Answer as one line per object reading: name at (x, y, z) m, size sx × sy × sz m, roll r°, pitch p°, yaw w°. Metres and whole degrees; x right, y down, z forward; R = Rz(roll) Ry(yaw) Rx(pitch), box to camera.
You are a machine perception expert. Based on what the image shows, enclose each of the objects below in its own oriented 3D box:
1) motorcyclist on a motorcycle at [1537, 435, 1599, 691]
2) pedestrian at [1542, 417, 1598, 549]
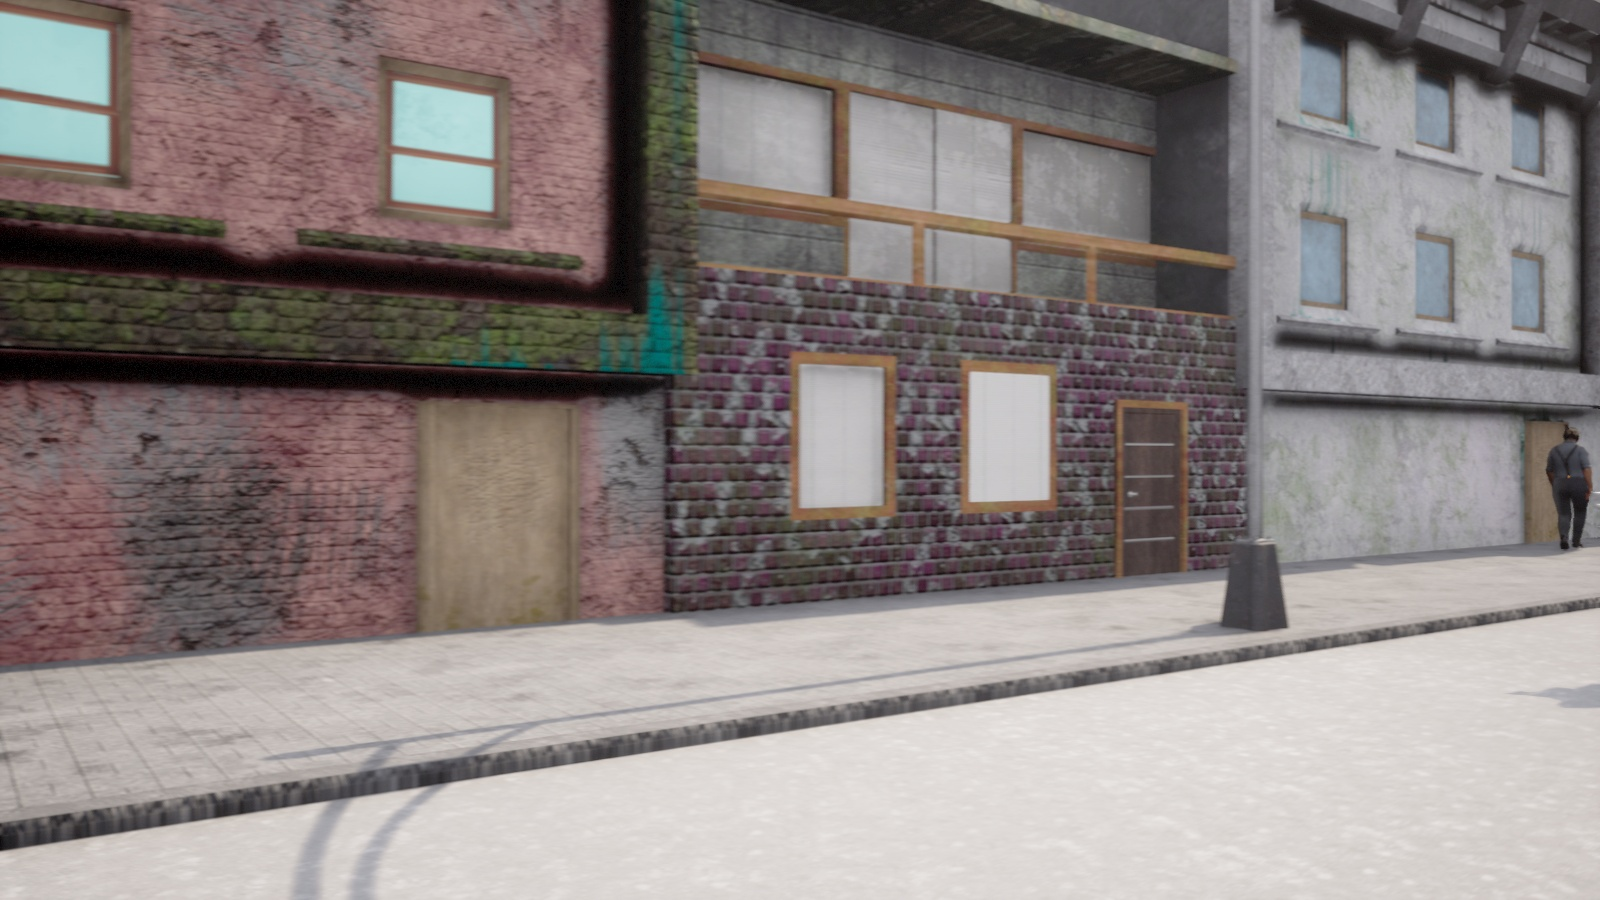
motorcyclist on a motorcycle at (5.759, 0.701, 8.278) m, size 1.817 × 1.590 × 0.866 m, roll 0°, pitch 0°, yaw -35°
pedestrian at (11.079, 0.465, 18.068) m, size 0.540 × 1.848 × 0.694 m, roll 0°, pitch 0°, yaw 45°
